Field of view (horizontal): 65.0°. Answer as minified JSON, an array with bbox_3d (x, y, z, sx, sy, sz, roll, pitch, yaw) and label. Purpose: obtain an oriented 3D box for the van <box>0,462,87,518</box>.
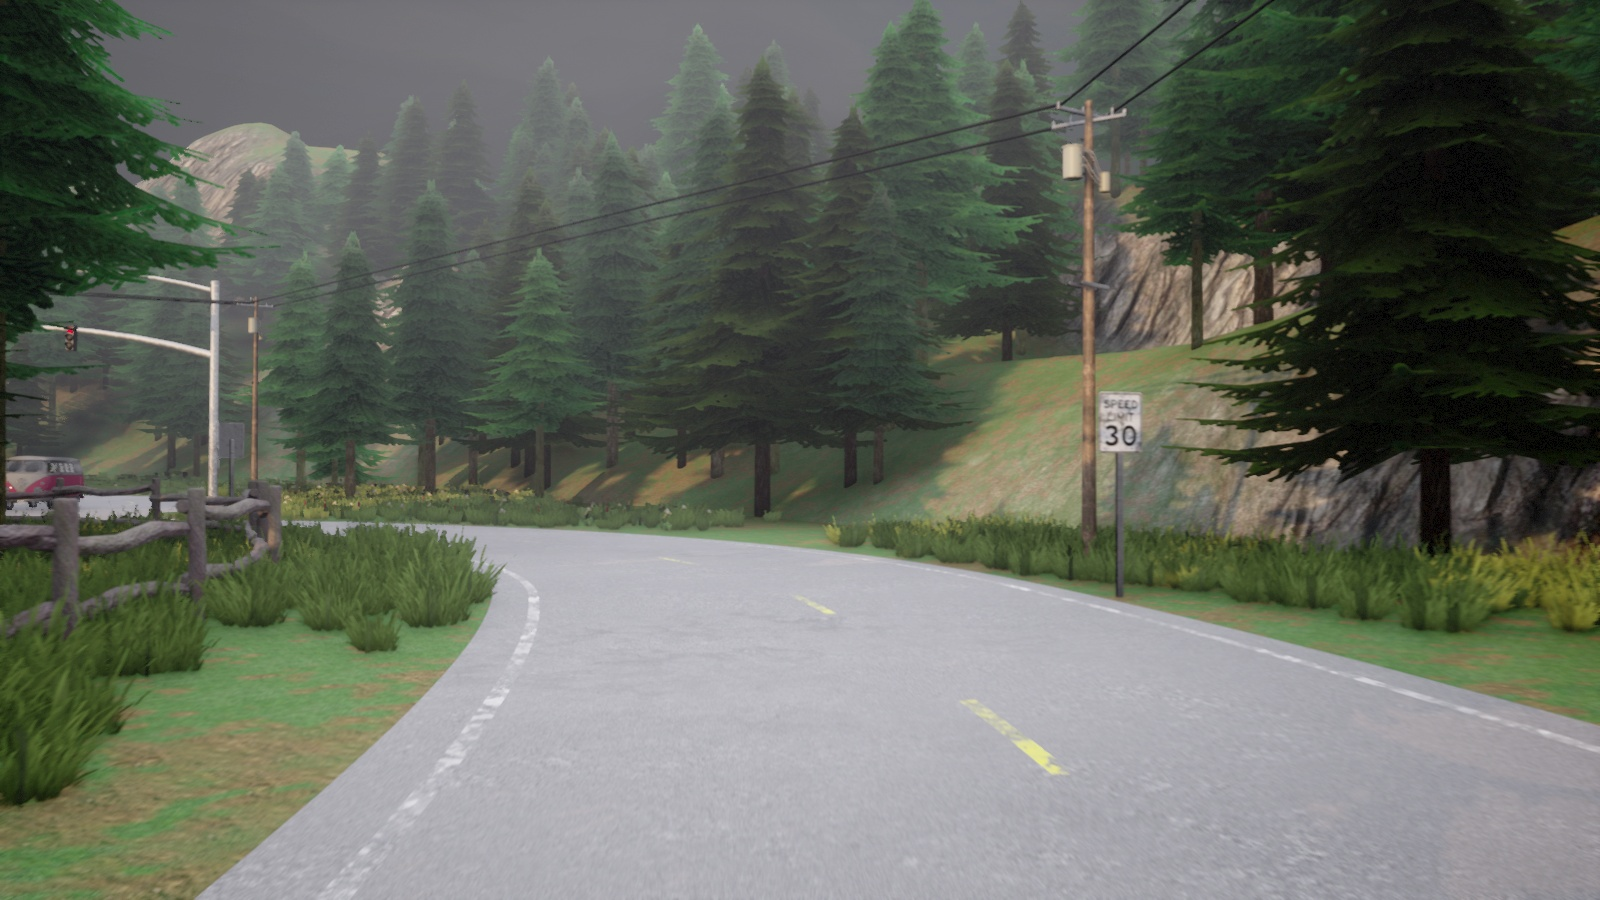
[{"bbox_3d":[-28.360,1.447,46.978,1.775,1.987,4.442,0,-1,-14],"label":"van"}]
